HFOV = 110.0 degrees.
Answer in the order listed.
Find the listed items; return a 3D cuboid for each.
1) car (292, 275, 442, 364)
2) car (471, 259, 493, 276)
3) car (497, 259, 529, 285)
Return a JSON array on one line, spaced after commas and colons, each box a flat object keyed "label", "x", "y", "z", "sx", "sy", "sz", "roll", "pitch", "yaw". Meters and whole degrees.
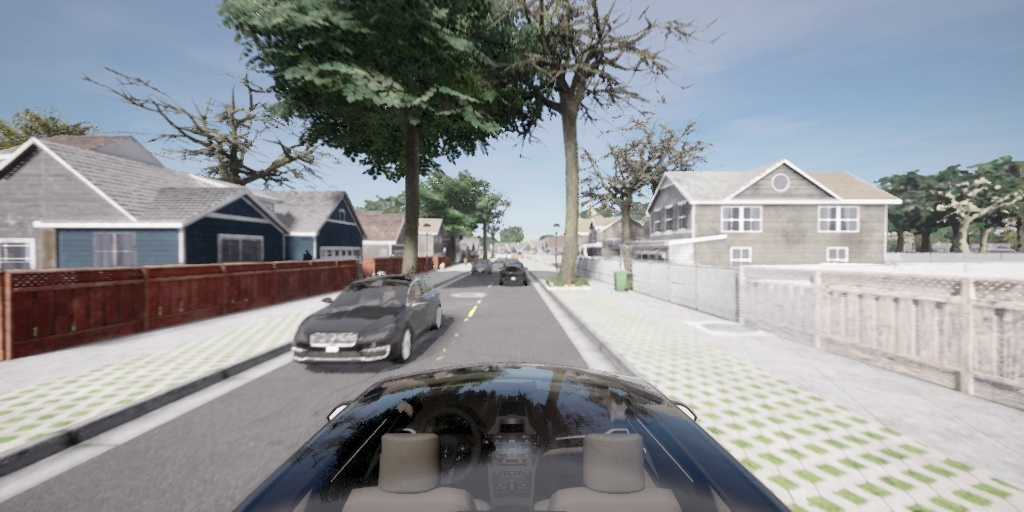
[{"label": "car", "x": -2.840, "y": 1.219, "z": 8.099, "sx": 1.837, "sy": 1.490, "sz": 4.892, "roll": 0, "pitch": 0, "yaw": 0}, {"label": "car", "x": -2.852, "y": 1.045, "z": 34.660, "sx": 2.128, "sy": 1.511, "sz": 4.902, "roll": 0, "pitch": 0, "yaw": 0}, {"label": "car", "x": 0.082, "y": 1.121, "z": 24.449, "sx": 1.837, "sy": 1.490, "sz": 4.892, "roll": 0, "pitch": 0, "yaw": 0}]
